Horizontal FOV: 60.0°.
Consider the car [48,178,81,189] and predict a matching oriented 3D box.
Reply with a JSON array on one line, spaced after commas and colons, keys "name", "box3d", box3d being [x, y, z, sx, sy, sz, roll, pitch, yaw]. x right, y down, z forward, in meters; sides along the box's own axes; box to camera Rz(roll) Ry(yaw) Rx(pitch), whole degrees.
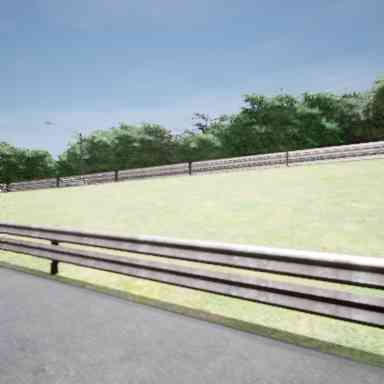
[{"name": "car", "box3d": [-20.148, -1.299, 52.668, 5.566, 2.045, 2.150, -4, -2, 25]}]
